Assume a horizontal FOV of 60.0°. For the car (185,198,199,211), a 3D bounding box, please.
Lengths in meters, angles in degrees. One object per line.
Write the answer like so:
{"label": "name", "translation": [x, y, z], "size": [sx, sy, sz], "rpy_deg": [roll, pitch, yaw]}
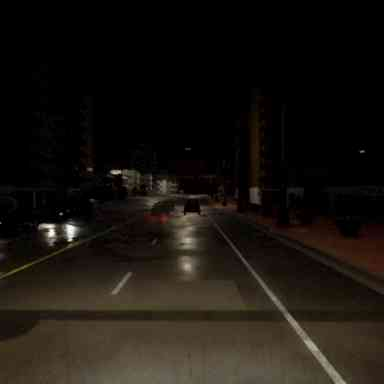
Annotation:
{"label": "car", "translation": [0.000, 1.804, 49.340], "size": [2.097, 1.767, 4.553], "rpy_deg": [0, -1, 0]}

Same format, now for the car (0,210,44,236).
{"label": "car", "translation": [-10.551, 1.727, 19.302], "size": [1.895, 1.301, 4.718], "rpy_deg": [0, -1, 1]}

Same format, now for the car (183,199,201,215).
{"label": "car", "translation": [0.002, 1.815, 38.638], "size": [1.882, 1.535, 5.008], "rpy_deg": [0, -1, 0]}

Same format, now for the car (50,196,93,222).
{"label": "car", "translation": [-10.512, 1.457, 29.516], "size": [2.150, 2.045, 5.566], "rpy_deg": [0, -1, 0]}

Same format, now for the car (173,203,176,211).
{"label": "car", "translation": [-3.498, 1.948, 48.439], "size": [1.837, 1.490, 4.892], "rpy_deg": [0, 0, 0]}

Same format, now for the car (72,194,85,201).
{"label": "car", "translation": [-29.485, 1.410, 86.559], "size": [1.970, 1.475, 3.806], "rpy_deg": [0, 1, 0]}

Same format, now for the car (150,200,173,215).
{"label": "car", "translation": [-3.503, 1.851, 37.642], "size": [1.812, 1.442, 4.674], "rpy_deg": [0, -1, 0]}
